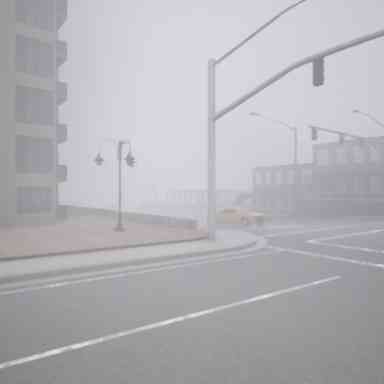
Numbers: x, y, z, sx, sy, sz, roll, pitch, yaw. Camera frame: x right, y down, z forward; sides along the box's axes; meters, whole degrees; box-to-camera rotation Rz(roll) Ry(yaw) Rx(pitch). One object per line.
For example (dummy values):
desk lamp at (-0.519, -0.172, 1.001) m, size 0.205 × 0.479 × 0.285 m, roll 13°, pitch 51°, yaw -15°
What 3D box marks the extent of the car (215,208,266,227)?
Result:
car at (3.760, 1.999, 27.038) m, size 1.882 × 1.535 × 5.008 m, roll 0°, pitch -5°, yaw -36°
